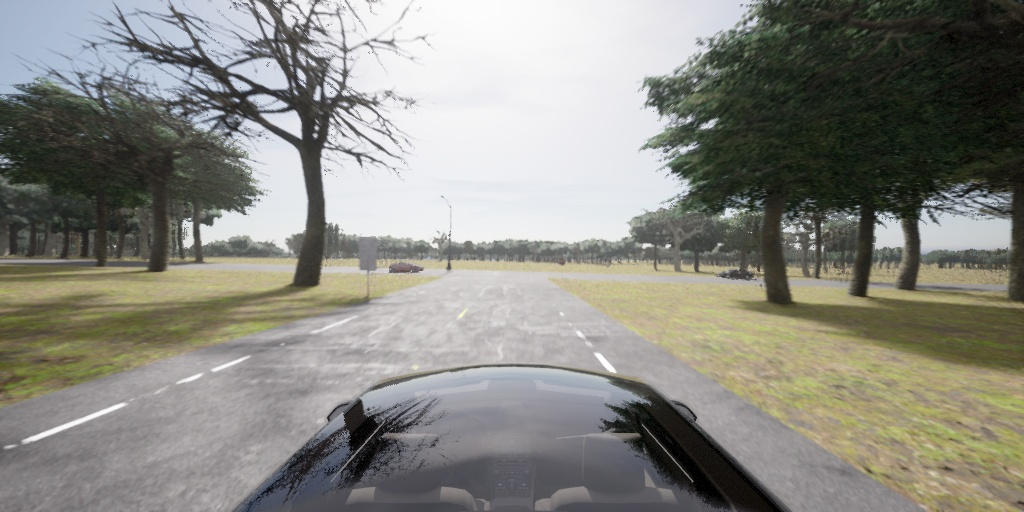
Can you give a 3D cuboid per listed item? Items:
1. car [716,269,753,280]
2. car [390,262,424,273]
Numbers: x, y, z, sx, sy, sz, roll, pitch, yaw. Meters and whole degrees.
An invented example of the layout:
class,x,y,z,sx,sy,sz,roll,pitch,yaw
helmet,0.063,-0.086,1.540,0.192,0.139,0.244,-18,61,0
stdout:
class,x,y,z,sx,sy,sz,roll,pitch,yaw
car,32.670,2.687,52.745,4.892,1.490,1.837,-1,1,0
car,-13.476,1.438,46.007,4.181,1.385,1.994,1,1,0
